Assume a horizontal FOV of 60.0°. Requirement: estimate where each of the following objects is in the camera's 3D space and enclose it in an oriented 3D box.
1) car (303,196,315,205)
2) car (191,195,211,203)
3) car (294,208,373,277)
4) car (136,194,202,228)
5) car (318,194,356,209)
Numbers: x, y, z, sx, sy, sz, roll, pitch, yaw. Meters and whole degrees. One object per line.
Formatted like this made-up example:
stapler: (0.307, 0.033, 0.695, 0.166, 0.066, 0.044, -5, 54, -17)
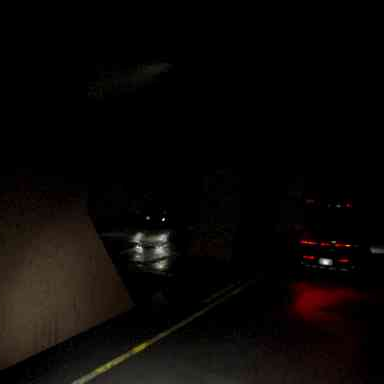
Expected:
car: (18.840, 1.364, 56.426, 1.882, 1.535, 5.008, 0, 0, -12)
car: (1.646, 1.354, 63.332, 1.837, 1.490, 4.892, 1, 0, -27)
car: (4.509, 1.485, 10.415, 1.837, 1.490, 4.892, 0, 0, 29)
car: (-1.532, 1.167, 22.167, 2.150, 2.045, 5.566, 0, 0, 23)
car: (11.914, 1.168, 27.811, 2.150, 2.045, 5.566, 0, 0, 17)
